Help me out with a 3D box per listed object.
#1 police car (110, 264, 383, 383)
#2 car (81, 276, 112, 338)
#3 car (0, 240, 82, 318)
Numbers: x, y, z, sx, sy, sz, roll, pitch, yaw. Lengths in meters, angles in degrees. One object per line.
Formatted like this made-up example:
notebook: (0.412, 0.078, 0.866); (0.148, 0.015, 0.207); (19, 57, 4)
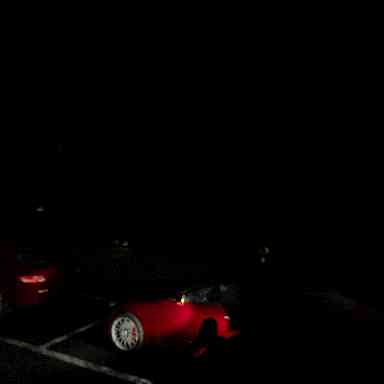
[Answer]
police car: (2.165, 1.572, 2.239); (5.238, 1.638, 1.930); (1, -2, 26)
car: (0.621, 1.778, 5.000); (4.206, 1.307, 1.802); (1, -2, 26)
car: (-4.340, 1.725, 7.417); (4.206, 1.307, 1.802); (1, -2, 26)
